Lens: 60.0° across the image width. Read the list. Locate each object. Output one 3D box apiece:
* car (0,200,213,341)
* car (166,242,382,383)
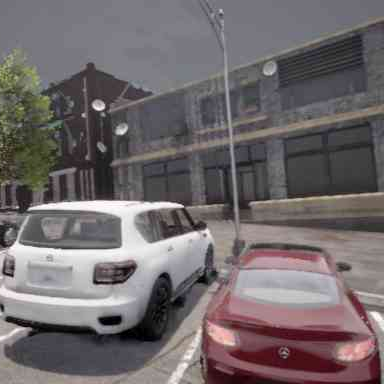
[{"bbox_3d":[-1.069,1.187,6.758,2.435,2.045,5.566,0,0,16],"label":"car"},{"bbox_3d":[1.384,1.493,4.977,2.002,1.452,4.674,0,0,16],"label":"car"}]
